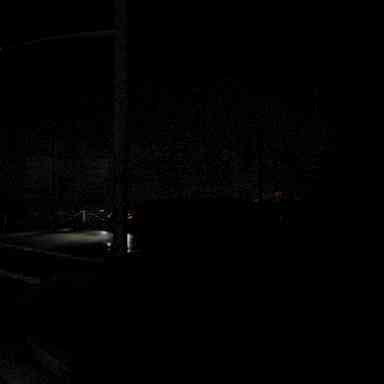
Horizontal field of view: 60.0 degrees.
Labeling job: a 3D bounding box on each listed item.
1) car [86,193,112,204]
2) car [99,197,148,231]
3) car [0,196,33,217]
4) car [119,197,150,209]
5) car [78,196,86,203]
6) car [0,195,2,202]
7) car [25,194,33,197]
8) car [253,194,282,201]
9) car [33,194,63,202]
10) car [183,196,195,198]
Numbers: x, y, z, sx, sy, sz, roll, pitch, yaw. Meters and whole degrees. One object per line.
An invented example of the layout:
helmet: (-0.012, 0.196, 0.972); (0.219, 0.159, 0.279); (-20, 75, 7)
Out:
car: (-15.889, 1.102, 59.047); (1.932, 1.855, 4.605); (0, 0, 35)
car: (-3.086, 1.354, 20.593); (2.097, 1.767, 4.553); (0, 0, 35)
car: (-15.846, 1.343, 26.944); (2.007, 1.523, 4.514); (0, 0, 35)
car: (-7.526, 1.388, 43.860); (1.970, 1.475, 3.806); (0, 0, 35)
car: (-18.498, 1.082, 60.391); (1.905, 1.878, 3.866); (0, 0, 35)
car: (-41.426, 1.306, 67.598); (2.007, 1.523, 4.514); (0, 0, 35)
car: (-34.362, 1.240, 71.232); (1.970, 1.475, 3.806); (0, 0, 35)
car: (8.394, 1.223, 37.073); (2.150, 2.045, 5.566); (0, 0, 35)
car: (-28.939, 1.160, 67.787); (2.152, 1.636, 5.027); (0, 0, 35)
car: (-0.804, 1.377, 48.193); (1.845, 1.501, 3.633); (0, 0, 35)
